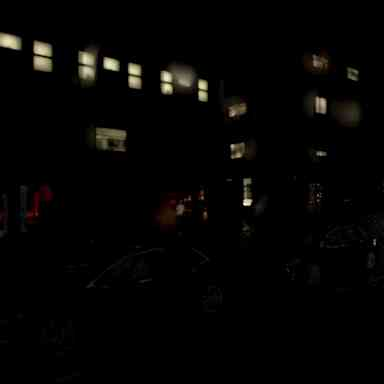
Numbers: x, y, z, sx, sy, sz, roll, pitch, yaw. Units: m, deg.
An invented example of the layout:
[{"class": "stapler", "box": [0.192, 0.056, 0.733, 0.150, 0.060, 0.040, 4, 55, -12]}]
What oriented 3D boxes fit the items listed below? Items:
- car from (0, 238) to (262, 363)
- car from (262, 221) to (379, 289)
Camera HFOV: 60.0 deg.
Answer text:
[{"class": "car", "box": [-1.122, 1.538, 5.762, 4.403, 1.369, 2.008, 0, 0, -35]}, {"class": "car", "box": [3.376, 1.510, 8.969, 4.403, 1.369, 2.008, 0, 0, -35]}]
